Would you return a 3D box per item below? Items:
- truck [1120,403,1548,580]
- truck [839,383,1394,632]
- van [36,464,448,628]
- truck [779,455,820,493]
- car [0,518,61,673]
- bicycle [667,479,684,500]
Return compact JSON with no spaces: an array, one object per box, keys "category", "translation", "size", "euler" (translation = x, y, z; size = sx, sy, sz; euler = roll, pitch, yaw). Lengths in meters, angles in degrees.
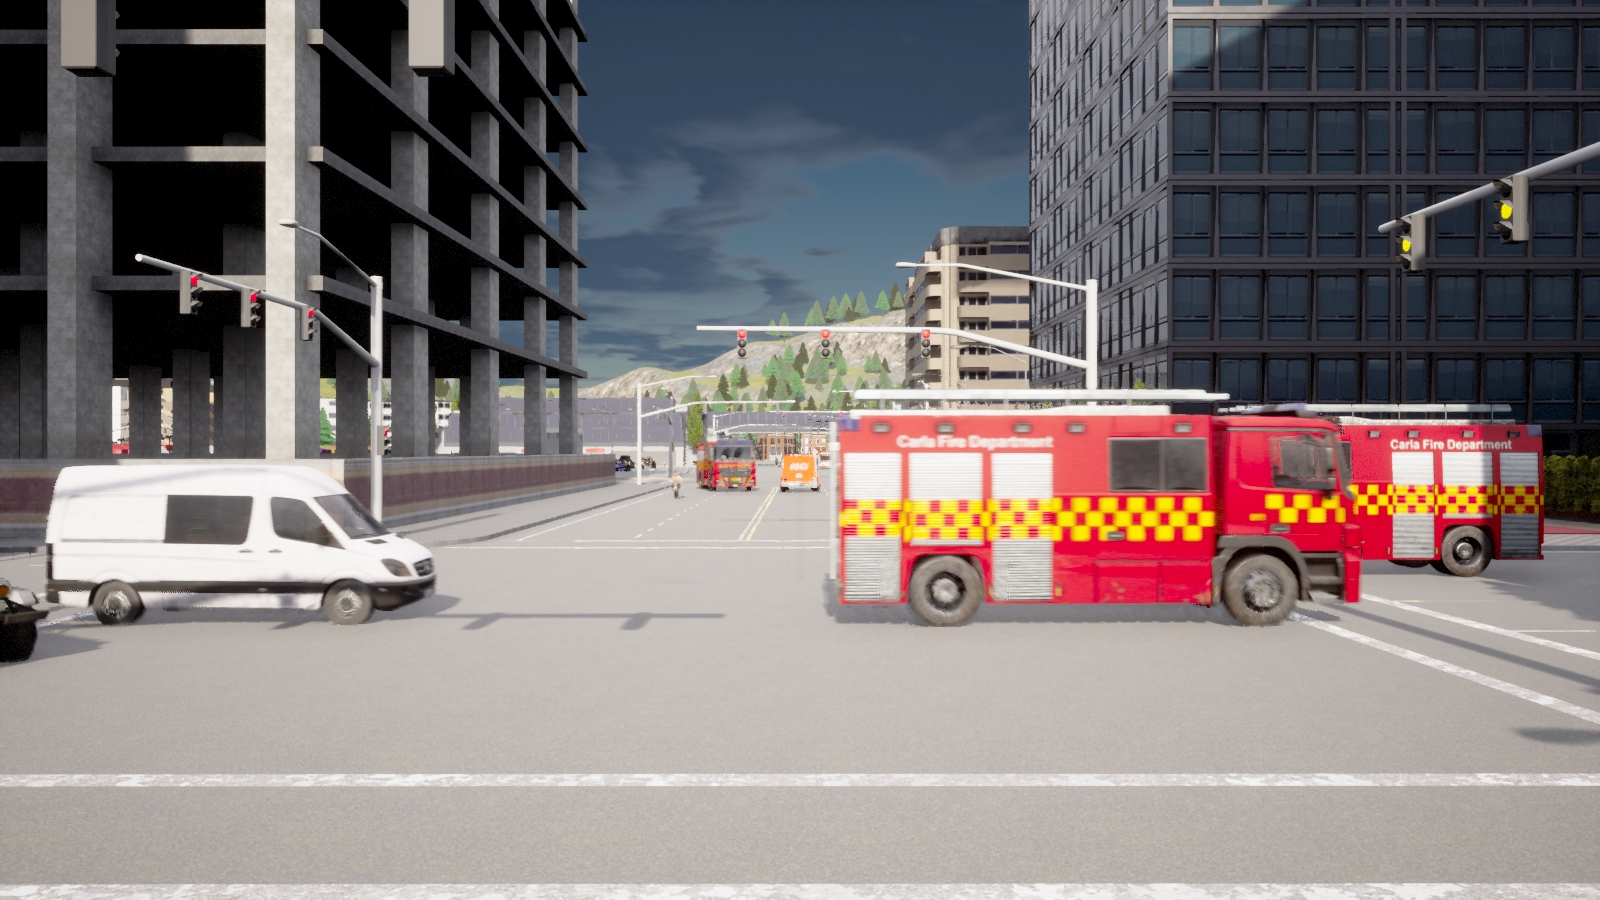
[{"category":"truck","translation":[11.970,0.889,26.163],"size":[8.468,3.827,2.891],"euler":[0,0,-1]},{"category":"truck","translation":[4.946,0.889,19.072],"size":[8.468,3.827,2.891],"euler":[0,0,-1]},{"category":"van","translation":[-9.140,1.533,19.102],"size":[5.915,2.561,1.988],"euler":[0,0,-1]},{"category":"truck","translation":[-0.023,1.564,76.782],"size":[2.627,2.467,5.204],"euler":[0,0,0]},{"category":"car","translation":[-11.901,1.857,14.754],"size":[3.866,1.878,1.905],"euler":[0,0,17]},{"category":"bicycle","translation":[-7.049,2.229,64.781],"size":[0.859,1.126,1.487],"euler":[0,0,-1]}]
